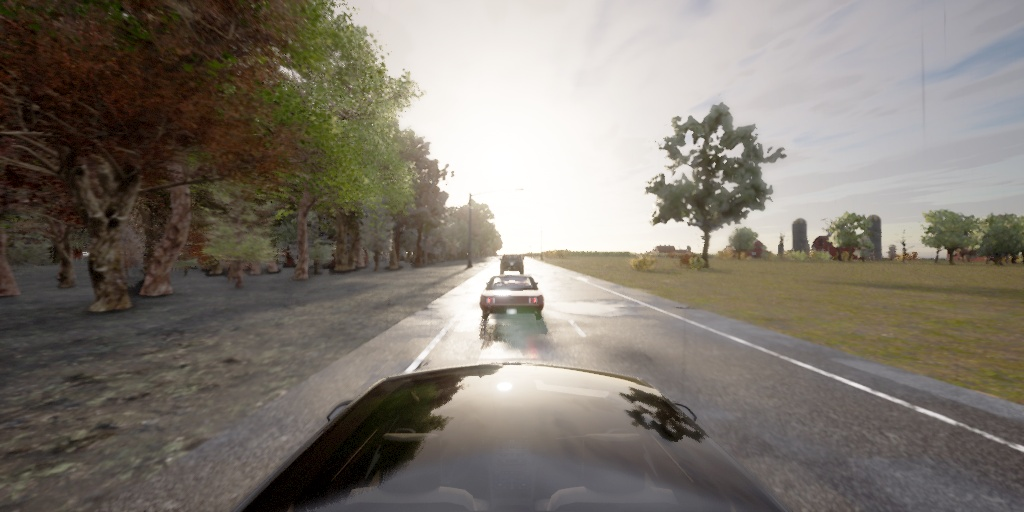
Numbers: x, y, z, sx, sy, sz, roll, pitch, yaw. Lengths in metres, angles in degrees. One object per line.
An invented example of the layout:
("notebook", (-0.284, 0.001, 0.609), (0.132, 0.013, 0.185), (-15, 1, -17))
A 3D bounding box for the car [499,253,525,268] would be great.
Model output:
("car", (-0.003, 0.752, 33.122), (2.150, 2.045, 5.566), (0, 0, 0))

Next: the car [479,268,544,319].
("car", (-0.002, 1.277, 12.424), (1.895, 1.301, 4.718), (0, 0, 0))
